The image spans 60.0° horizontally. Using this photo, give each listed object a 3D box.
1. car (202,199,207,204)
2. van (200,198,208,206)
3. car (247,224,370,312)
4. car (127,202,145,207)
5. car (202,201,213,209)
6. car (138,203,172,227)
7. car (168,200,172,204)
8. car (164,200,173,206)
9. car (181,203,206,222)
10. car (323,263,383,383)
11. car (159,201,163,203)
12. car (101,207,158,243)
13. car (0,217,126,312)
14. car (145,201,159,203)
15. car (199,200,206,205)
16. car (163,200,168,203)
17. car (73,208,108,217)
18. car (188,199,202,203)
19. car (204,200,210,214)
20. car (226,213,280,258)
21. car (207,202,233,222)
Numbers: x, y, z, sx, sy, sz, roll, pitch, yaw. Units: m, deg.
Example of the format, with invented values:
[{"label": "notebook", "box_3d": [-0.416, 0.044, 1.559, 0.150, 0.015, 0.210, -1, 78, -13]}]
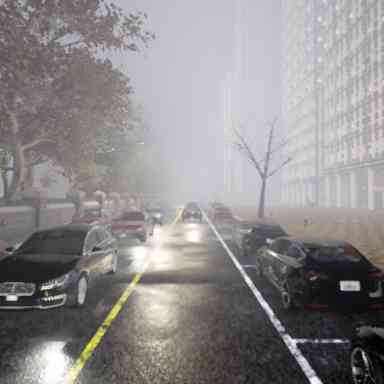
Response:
[{"label": "car", "box_3d": [2.684, 1.954, 41.532, 1.967, 1.590, 4.097, 0, -1, 0]}, {"label": "van", "box_3d": [2.678, 2.298, 75.325, 1.690, 1.788, 3.998, 0, -1, 0]}, {"label": "car", "box_3d": [2.689, 1.660, 7.739, 1.947, 1.339, 4.313, 0, -1, 0]}, {"label": "car", "box_3d": [-5.694, 1.894, 30.097, 1.752, 1.417, 4.829, 0, -1, 0]}, {"label": "car", "box_3d": [2.680, 2.314, 58.426, 1.802, 1.307, 4.206, 0, -1, 0]}, {"label": "car", "box_3d": [-3.005, 1.869, 26.188, 2.033, 1.411, 5.357, 0, -1, 0]}, {"label": "car", "box_3d": [-5.702, 2.426, 69.688, 1.887, 1.381, 4.507, 0, -1, 0]}, {"label": "car", "box_3d": [-5.704, 2.558, 80.783, 1.752, 1.417, 4.829, 0, -1, 0]}, {"label": "car", "box_3d": [0.006, 1.977, 30.694, 1.895, 1.301, 4.718, 0, -1, 0]}, {"label": "car", "box_3d": [2.690, 1.593, 2.107, 1.947, 1.339, 4.313, 0, -1, 0]}, {"label": "car", "box_3d": [-5.698, 2.131, 47.161, 1.887, 1.381, 4.507, 0, -1, 0]}, {"label": "car", "box_3d": [-3.090, 1.738, 17.462, 1.812, 1.442, 4.674, 0, -1, 1]}, {"label": "car", "box_3d": [-3.099, 1.604, 8.155, 1.837, 1.490, 4.892, 0, -1, 0]}, {"label": "car", "box_3d": [-5.696, 1.954, 41.530, 1.967, 1.590, 4.097, 0, -1, 0]}, {"label": "car", "box_3d": [2.675, 2.694, 86.584, 1.802, 1.307, 4.206, 0, -1, 0]}, {"label": "car", "box_3d": [-5.700, 2.277, 58.425, 1.887, 1.381, 4.507, 0, -1, 0]}, {"label": "car", "box_3d": [-5.692, 1.671, 19.004, 1.967, 1.590, 4.097, 0, -1, 0]}, {"label": "car", "box_3d": [0.048, 2.065, 45.138, 1.837, 1.490, 4.892, 0, -1, 0]}, {"label": "car", "box_3d": [2.685, 1.882, 35.901, 1.967, 1.590, 4.097, 0, -1, 0]}, {"label": "car", "box_3d": [2.688, 1.728, 13.371, 1.947, 1.339, 4.313, 0, -1, 0]}, {"label": "car", "box_3d": [2.686, 1.916, 30.268, 1.887, 1.381, 4.507, 0, -1, 0]}]
